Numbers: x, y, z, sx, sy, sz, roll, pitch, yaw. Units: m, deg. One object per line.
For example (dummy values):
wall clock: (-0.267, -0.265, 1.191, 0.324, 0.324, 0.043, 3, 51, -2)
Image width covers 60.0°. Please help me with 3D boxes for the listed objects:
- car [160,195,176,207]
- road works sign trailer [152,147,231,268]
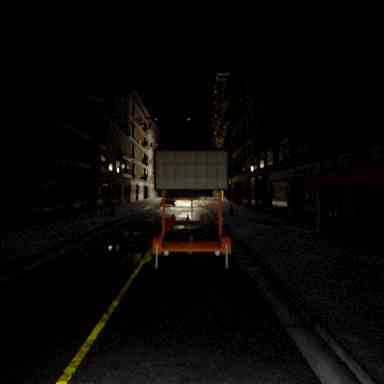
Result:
car: (-3.141, 1.148, 43.849, 2.033, 1.411, 5.357, 0, 0, 0)
road works sign trailer: (-0.005, 0.358, 10.812, 2.380, 3.560, 2.880, 0, 1, 0)
